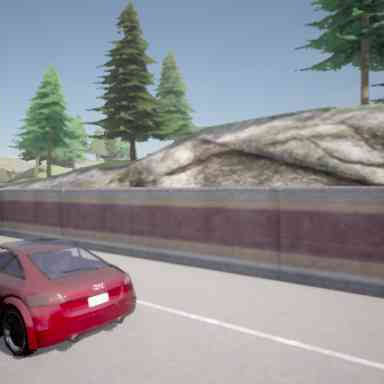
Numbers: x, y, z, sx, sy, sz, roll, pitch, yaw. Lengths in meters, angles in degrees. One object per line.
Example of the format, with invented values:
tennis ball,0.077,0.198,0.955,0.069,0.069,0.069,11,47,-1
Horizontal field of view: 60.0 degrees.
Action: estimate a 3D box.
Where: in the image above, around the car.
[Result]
car,-3.008,1.557,6.100,4.181,1.385,1.994,0,0,36
